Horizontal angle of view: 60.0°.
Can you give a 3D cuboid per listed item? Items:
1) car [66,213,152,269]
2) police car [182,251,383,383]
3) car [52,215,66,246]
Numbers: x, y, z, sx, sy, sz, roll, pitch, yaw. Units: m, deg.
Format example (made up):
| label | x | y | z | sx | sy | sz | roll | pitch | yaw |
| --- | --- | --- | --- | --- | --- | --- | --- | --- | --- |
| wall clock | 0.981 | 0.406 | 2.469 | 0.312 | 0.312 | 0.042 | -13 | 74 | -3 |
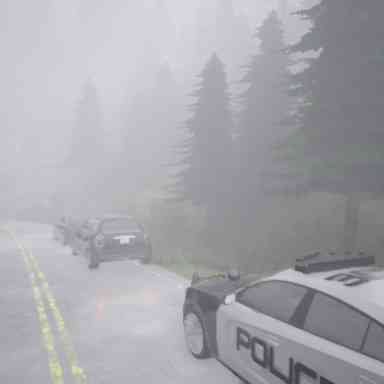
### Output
| label | x | y | z | sx | sy | sz | roll | pitch | yaw |
| --- | --- | --- | --- | --- | --- | --- | --- | --- | --- |
| car | -3.214 | 1.642 | 12.618 | 2.097 | 1.767 | 4.553 | 1 | -1 | -29 |
| police car | 1.525 | 1.522 | 3.838 | 1.930 | 1.638 | 5.238 | 1 | -2 | -27 |
| car | -6.260 | 1.913 | 17.901 | 1.837 | 1.490 | 4.892 | 1 | -1 | -31 |
